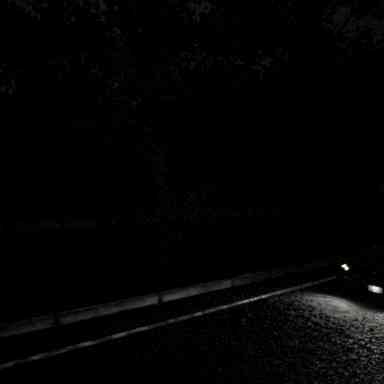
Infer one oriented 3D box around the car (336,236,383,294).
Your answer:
[{"bbox_3d":[5.788,1.521,8.124,5.357,1.411,2.033,0,0,-36],"label":"car"}]
